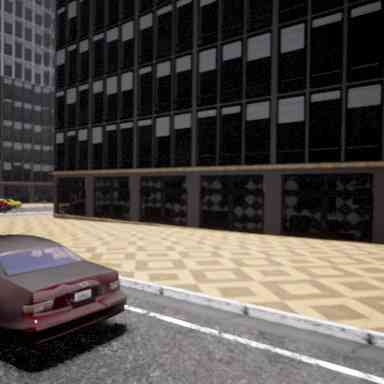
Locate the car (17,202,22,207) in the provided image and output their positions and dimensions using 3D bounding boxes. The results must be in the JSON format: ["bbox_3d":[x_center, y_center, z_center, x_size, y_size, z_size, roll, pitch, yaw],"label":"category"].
[{"bbox_3d":[-25.332,1.528,44.375,1.752,1.417,4.829,1,0,36],"label":"car"}]

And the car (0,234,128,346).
[{"bbox_3d":[-3.617,1.531,6.258,5.357,1.411,2.033,0,0,35],"label":"car"}]

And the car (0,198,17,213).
[{"bbox_3d":[-21.833,1.425,35.000,2.192,1.841,5.009,1,0,36],"label":"car"}]
